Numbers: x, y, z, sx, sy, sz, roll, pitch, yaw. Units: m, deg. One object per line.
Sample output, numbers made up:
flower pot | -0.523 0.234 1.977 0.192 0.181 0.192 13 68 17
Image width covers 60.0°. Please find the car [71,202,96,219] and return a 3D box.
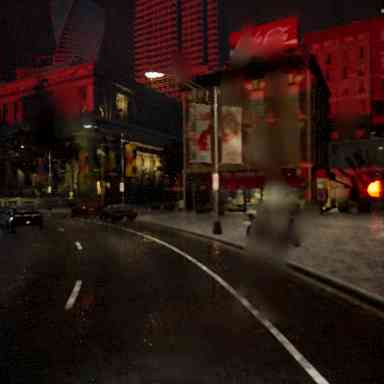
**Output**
car | -9.768 1.666 31.254 2.002 1.452 4.674 0 0 -42

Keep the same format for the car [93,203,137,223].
car | -6.148 1.700 26.811 1.895 1.301 4.718 0 0 -32

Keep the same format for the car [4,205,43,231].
car | -11.192 1.635 22.106 2.128 1.511 4.902 0 0 -33
